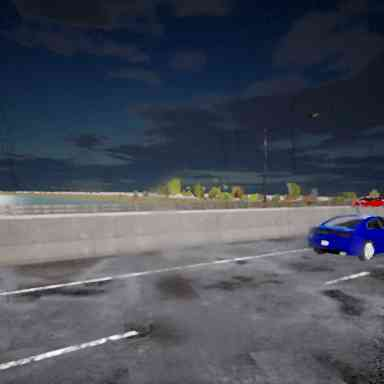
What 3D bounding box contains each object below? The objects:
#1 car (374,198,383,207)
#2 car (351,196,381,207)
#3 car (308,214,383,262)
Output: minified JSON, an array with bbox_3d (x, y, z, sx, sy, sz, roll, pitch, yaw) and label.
[{"bbox_3d":[26.477,1.904,43.510,4.902,1.511,2.128,1,0,-34],"label":"car"},{"bbox_3d":[24.493,1.635,46.396,5.566,2.045,2.150,1,0,-34],"label":"car"},{"bbox_3d":[6.535,1.581,12.663,5.008,1.535,1.882,0,0,-35],"label":"car"}]
